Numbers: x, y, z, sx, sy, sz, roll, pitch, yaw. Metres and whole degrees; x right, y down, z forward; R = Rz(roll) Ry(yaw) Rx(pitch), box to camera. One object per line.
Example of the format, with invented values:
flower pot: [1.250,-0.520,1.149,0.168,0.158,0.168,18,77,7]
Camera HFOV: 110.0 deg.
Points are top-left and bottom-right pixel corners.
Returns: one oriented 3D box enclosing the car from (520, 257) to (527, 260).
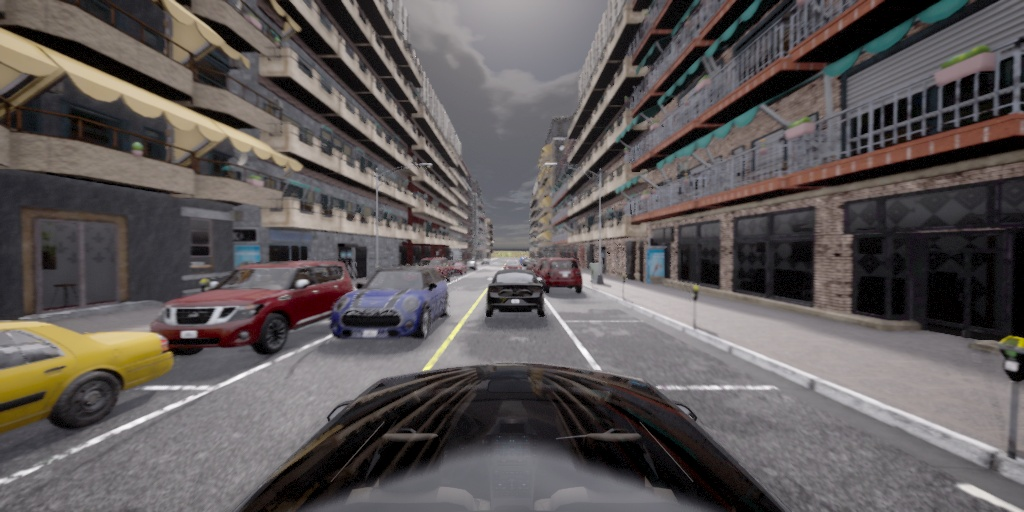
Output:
car: [2.721,1.230,59.876,1.948,1.339,4.313,0,0,0]

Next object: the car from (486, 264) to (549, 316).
car: [0.107,1.216,13.287,1.882,1.535,5.008,0,0,0]

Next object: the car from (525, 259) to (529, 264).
car: [2.675,1.250,37.219,1.888,1.381,4.507,0,0,0]

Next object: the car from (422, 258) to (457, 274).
car: [-5.679,1.038,25.833,2.192,1.841,5.009,0,0,0]

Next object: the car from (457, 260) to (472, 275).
car: [-5.673,1.251,37.163,1.888,1.381,4.507,0,0,0]

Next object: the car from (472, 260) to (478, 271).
car: [-5.668,1.252,48.494,1.948,1.339,4.313,0,0,0]

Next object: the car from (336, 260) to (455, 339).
car: [-3.095,1.094,10.051,2.097,1.767,4.553,0,0,0]

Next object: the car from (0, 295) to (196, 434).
car: [-5.691,1.275,3.005,1.751,1.417,4.829,0,0,0]

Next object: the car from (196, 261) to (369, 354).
car: [-5.687,1.058,8.840,2.192,1.841,5.009,0,0,0]

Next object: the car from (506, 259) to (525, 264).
car: [0.120,1.303,38.947,1.895,1.301,4.718,0,0,0]

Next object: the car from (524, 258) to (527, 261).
car: [2.683,1.261,42.883,1.948,1.339,4.313,0,0,0]

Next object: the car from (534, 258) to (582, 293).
car: [2.666,1.044,20.224,2.192,1.841,5.009,0,0,0]

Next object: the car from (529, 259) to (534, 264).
car: [2.669,1.037,25.890,2.192,1.841,5.009,0,0,0]
